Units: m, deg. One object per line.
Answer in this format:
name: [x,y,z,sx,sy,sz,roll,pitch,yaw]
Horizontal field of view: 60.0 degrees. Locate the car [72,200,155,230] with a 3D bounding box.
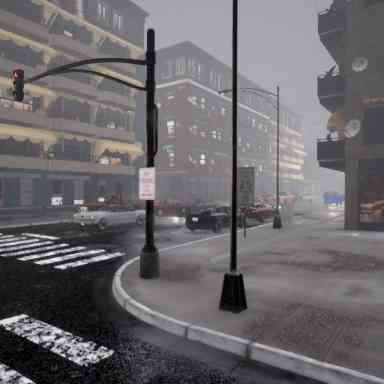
car: [-4.609,1.368,19.607,1.895,1.301,4.718,1,1,35]

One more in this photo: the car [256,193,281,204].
car: [10.541,0.880,45.638,1.947,1.339,4.313,2,2,35]

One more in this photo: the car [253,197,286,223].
car: [4.553,1.283,22.560,1.802,1.307,4.206,2,2,35]

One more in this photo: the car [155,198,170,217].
car: [-2.278,1.180,27.412,1.887,1.381,4.507,2,2,35]

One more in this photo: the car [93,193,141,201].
car: [-5.480,1.031,22.850,2.192,1.841,5.009,2,2,35]

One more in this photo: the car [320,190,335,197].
car: [29.769,0.378,72.976,1.887,1.381,4.507,2,2,35]

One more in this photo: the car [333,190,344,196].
car: [36.178,0.255,82.089,1.802,1.307,4.206,2,2,35]

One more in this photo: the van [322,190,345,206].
van: [17.375,0.721,40.780,1.690,1.788,3.998,2,2,35]

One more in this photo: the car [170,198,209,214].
car: [0.484,1.203,26.873,1.994,1.385,4.181,1,1,34]

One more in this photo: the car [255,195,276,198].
car: [5.131,1.214,27.899,1.895,1.301,4.718,1,1,35]

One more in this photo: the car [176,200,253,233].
car: [1.349,1.348,18.003,1.947,1.339,4.313,2,2,35]

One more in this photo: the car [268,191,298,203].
car: [11.440,0.717,42.371,2.097,1.767,4.553,1,1,36]

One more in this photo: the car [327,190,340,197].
car: [32.973,0.335,77.532,1.802,1.307,4.206,2,2,35]

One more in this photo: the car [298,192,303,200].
car: [16.950,0.719,54.750,1.947,1.339,4.313,2,2,35]

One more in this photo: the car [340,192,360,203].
car: [23.782,0.763,49.897,1.887,1.381,4.507,2,2,35]
